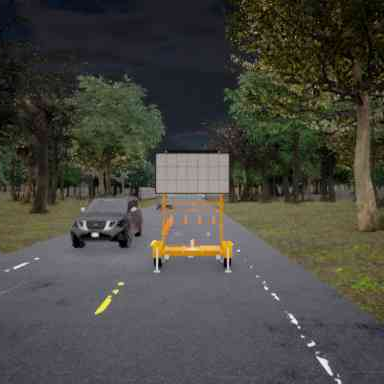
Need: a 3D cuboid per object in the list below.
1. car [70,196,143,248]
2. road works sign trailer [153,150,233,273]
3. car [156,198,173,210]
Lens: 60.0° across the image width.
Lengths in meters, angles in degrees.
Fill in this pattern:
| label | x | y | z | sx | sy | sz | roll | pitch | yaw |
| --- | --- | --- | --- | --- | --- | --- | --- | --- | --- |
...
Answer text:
| label | x | y | z | sx | sy | sz | roll | pitch | yaw |
| --- | --- | --- | --- | --- | --- | --- | --- | --- | --- |
| car | -3.571 | 1.223 | 15.037 | 2.150 | 2.045 | 5.566 | 0 | 0 | 0 |
| road works sign trailer | 0.020 | 0.466 | 10.707 | 2.380 | 3.560 | 2.880 | 0 | 0 | 0 |
| car | -3.418 | 1.487 | 41.938 | 1.837 | 1.490 | 4.892 | 0 | 0 | 0 |
